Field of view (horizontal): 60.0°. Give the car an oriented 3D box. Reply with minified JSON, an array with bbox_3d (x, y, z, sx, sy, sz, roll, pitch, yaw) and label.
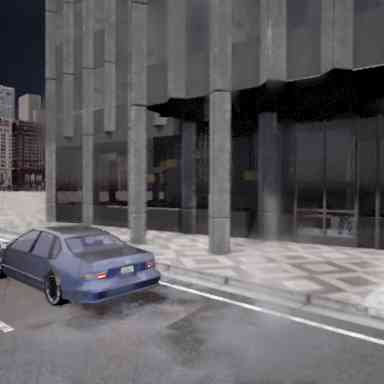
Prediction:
[{"bbox_3d":[-3.096,1.511,7.965,5.357,1.411,2.033,0,0,42],"label":"car"}]
